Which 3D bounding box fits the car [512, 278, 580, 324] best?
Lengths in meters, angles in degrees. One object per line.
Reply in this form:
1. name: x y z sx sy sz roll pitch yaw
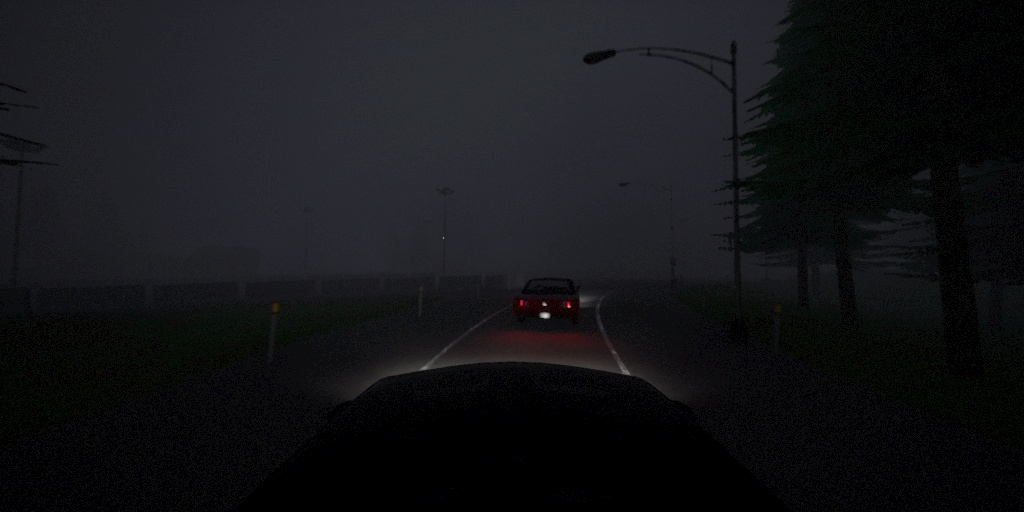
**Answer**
1. car: 1.341 1.375 12.113 1.895 1.301 4.718 0 0 11
